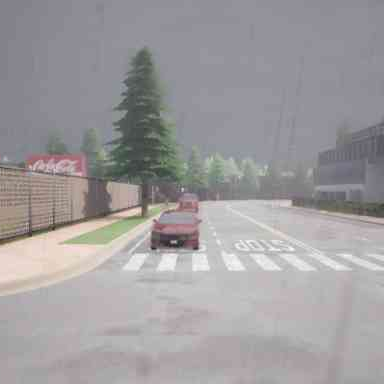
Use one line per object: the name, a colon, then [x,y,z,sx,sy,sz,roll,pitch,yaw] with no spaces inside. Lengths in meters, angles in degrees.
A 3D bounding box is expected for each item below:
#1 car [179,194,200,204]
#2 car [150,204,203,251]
car: [-0.301,1.237,39.786,2.150,2.045,5.566,0,0,1]
car: [-0.581,1.497,14.355,1.882,1.535,5.008,0,0,2]
